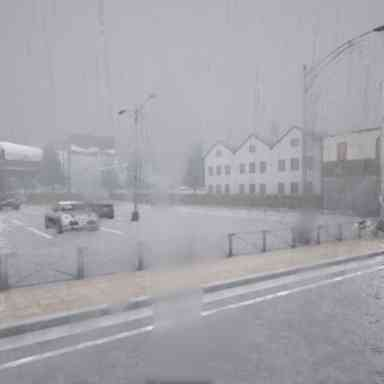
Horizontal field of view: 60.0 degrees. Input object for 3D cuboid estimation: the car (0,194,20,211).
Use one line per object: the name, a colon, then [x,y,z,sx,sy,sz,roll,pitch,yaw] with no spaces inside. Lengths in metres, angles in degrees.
car: [-20.718,1.112,37.509,1.905,1.878,3.866,0,0,-36]

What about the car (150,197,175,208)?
car: [-4.246,1.443,47.257,1.837,1.490,4.892,0,-1,-35]

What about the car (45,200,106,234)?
car: [-6.245,1.269,17.213,1.970,1.475,3.806,0,0,-36]

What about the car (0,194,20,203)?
car: [-39.781,1.367,72.631,3.866,1.878,1.905,0,0,-36]

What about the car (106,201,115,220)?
car: [-7.358,1.352,25.078,2.007,1.523,4.514,0,0,-36]
